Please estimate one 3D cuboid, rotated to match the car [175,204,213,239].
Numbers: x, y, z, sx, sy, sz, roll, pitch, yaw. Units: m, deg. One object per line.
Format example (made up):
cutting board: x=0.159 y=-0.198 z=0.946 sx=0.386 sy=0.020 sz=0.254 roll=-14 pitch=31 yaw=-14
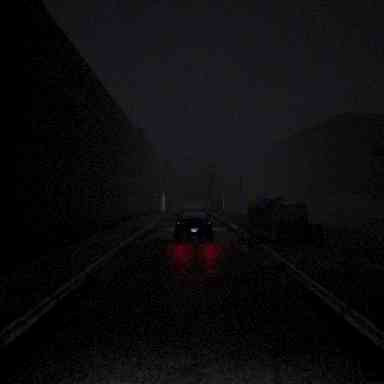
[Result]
car: x=0.088 y=1.578 z=17.376 sx=1.812 sy=1.442 sz=4.674 roll=0 pitch=-1 yaw=0
